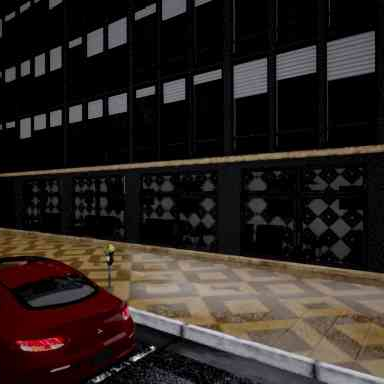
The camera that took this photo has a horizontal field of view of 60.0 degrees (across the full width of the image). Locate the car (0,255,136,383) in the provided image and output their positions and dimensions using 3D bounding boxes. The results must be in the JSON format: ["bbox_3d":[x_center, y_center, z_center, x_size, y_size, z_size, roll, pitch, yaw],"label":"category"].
[{"bbox_3d":[-2.627,1.582,4.701,4.206,1.307,1.802,0,0,35],"label":"car"}]
